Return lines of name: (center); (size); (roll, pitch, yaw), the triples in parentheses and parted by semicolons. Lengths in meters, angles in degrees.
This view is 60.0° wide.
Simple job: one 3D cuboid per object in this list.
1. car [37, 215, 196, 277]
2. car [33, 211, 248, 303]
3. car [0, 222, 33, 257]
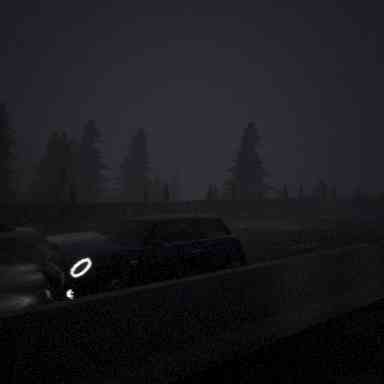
car: (-2.338, 1.581, 10.923); (4.718, 1.301, 1.895); (0, 0, -35)
car: (-0.907, 1.336, 7.643); (4.553, 1.767, 2.097); (0, 0, -35)
car: (-7.787, 1.598, 11.335); (4.718, 1.301, 1.895); (0, 0, -35)
